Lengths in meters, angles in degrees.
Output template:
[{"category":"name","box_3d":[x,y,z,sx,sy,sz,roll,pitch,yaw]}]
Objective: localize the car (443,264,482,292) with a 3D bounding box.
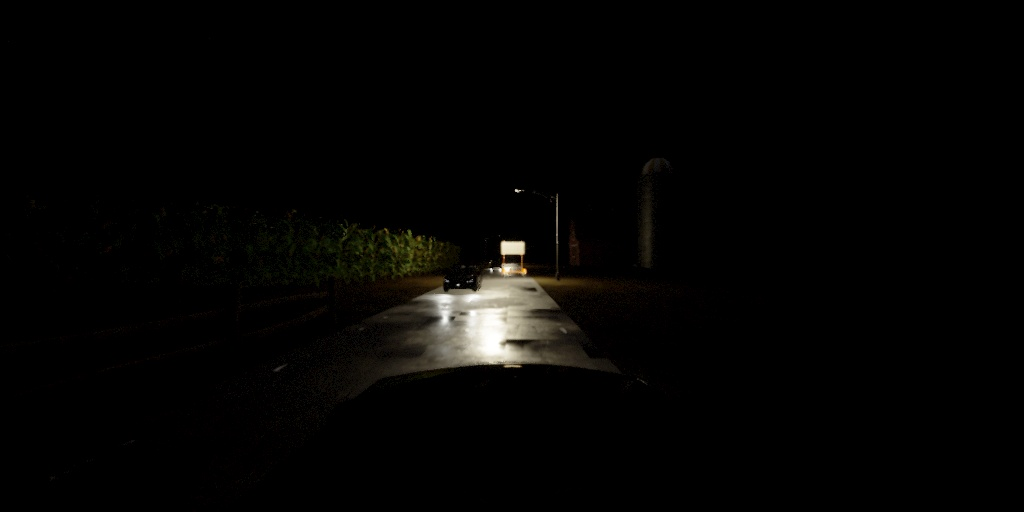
[{"category":"car","box_3d":[-2.845,1.276,21.353,1.837,1.490,4.892,0,0,0]}]

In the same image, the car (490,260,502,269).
[{"category":"car","box_3d":[-2.778,1.490,63.003,1.837,1.490,4.892,0,0,1]}]

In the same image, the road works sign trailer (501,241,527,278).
[{"category":"road works sign trailer","box_3d":[0.060,0.273,35.566,2.380,3.560,2.880,0,0,-10]}]
